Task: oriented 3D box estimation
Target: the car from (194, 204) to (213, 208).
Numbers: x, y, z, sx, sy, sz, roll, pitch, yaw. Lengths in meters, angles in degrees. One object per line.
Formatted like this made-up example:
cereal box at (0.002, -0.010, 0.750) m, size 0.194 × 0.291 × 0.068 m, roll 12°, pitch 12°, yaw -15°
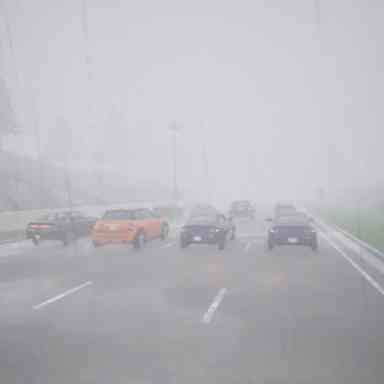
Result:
car at (1.165, 1.733, 30.307) m, size 1.994 × 1.385 × 4.181 m, roll -1°, pitch 0°, yaw 15°

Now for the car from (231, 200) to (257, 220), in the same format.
car at (4.486, 1.453, 29.192) m, size 2.097 × 1.767 × 4.553 m, roll -1°, pitch -1°, yaw 15°

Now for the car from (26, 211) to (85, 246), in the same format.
car at (-6.010, 1.704, 16.644) m, size 2.128 × 1.511 × 4.902 m, roll -1°, pitch 0°, yaw 15°

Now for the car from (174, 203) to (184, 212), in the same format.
car at (-2.183, 1.713, 31.332) m, size 1.882 × 1.535 × 5.008 m, roll -1°, pitch 0°, yaw 15°

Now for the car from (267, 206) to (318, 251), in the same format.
car at (4.174, 1.540, 14.086) m, size 1.812 × 1.442 × 4.674 m, roll -1°, pitch 0°, yaw 15°

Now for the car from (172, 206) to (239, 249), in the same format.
car at (0.792, 1.606, 14.982) m, size 1.812 × 1.442 × 4.674 m, roll -1°, pitch 0°, yaw 15°

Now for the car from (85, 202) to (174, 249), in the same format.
car at (-2.680, 1.495, 15.558) m, size 2.097 × 1.767 × 4.553 m, roll -1°, pitch -1°, yaw 15°

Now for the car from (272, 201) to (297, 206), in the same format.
car at (7.929, 1.530, 28.513) m, size 2.128 × 1.511 × 4.902 m, roll -1°, pitch 0°, yaw 15°
